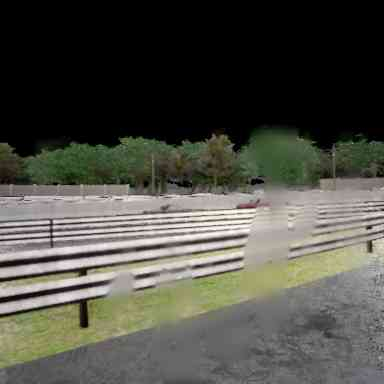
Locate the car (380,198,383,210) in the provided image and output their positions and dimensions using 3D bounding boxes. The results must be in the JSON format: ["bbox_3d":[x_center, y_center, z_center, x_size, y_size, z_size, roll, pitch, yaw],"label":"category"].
[{"bbox_3d":[17.118,0.694,25.939,4.553,1.767,2.097,-2,1,-17],"label":"car"}]

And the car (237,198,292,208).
[{"bbox_3d":[6.567,1.218,30.100,4.718,1.301,1.895,-2,1,-17],"label":"car"}]

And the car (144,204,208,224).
[{"bbox_3d":[-1.047,1.534,24.177,4.718,1.301,1.895,-2,1,-17],"label":"car"}]
